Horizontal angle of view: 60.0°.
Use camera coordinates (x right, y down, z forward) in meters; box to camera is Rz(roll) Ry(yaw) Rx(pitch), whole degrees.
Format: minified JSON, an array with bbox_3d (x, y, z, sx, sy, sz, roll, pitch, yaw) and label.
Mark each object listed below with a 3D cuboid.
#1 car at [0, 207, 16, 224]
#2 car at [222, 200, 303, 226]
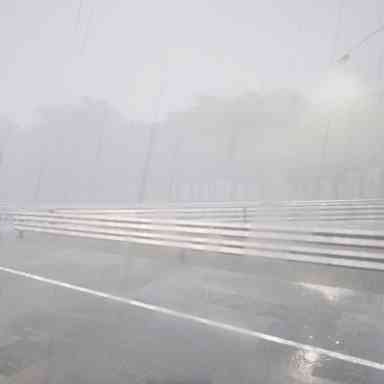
[{"bbox_3d":[-15.410,1.747,25.148,4.718,1.301,1.895,0,0,18],"label":"car"},{"bbox_3d":[4.400,1.314,21.013,5.008,1.535,1.882,-2,0,7],"label":"car"}]
